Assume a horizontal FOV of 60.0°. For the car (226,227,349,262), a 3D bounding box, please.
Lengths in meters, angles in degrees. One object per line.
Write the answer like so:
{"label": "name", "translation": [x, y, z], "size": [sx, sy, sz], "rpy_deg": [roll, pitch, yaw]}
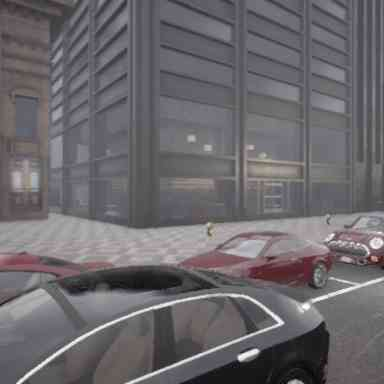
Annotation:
{"label": "car", "translation": [1.550, 1.588, 7.642], "size": [4.206, 1.307, 1.802], "rpy_deg": [0, 0, -36]}

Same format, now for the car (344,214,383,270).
{"label": "car", "translation": [6.139, 1.452, 10.920], "size": [4.097, 1.590, 1.967], "rpy_deg": [0, 0, -36]}

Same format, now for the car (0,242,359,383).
{"label": "car", "translation": [-0.801, 1.507, 2.800], "size": [4.892, 1.490, 1.837], "rpy_deg": [1, 0, -35]}

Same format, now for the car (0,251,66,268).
{"label": "car", "translation": [-3.039, 1.545, 4.364], "size": [4.507, 1.381, 1.887], "rpy_deg": [0, 0, -36]}
